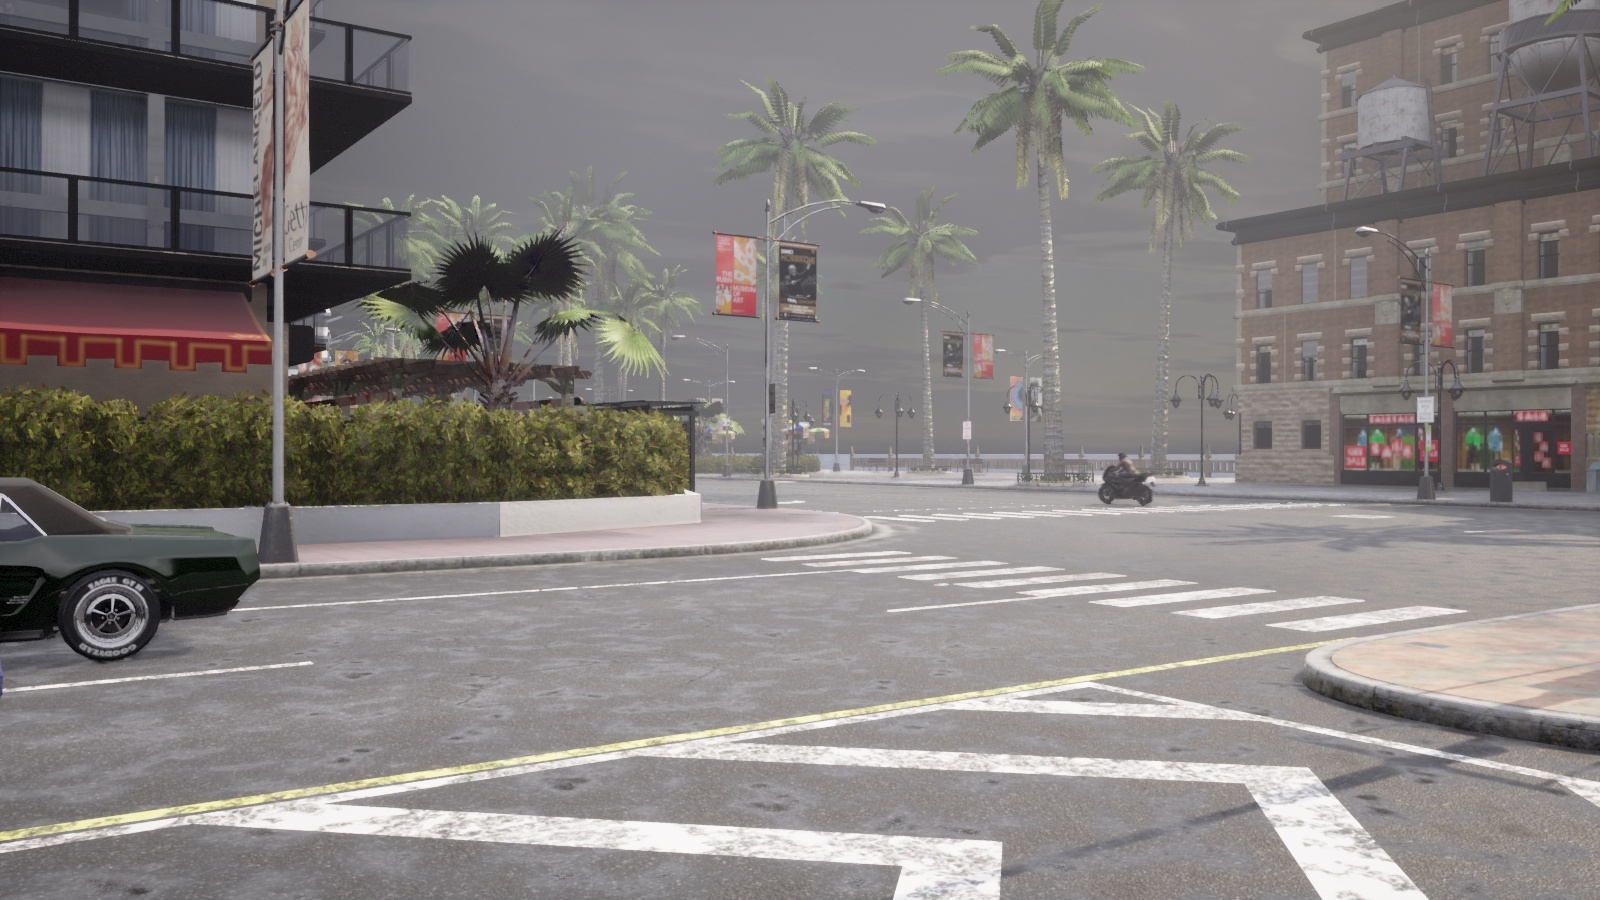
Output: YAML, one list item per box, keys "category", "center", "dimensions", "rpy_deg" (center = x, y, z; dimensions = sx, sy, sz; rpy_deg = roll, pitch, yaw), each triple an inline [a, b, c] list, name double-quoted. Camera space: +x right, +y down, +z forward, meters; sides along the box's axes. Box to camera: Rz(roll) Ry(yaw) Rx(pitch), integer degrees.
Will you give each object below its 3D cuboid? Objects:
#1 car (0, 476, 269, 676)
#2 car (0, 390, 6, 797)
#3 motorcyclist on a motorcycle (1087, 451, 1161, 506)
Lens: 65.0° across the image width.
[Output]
- category: "car"
  center: [-6.481, 0.881, 8.894]
  dimensions: [4.718, 1.301, 1.895]
  rpy_deg: [0, 0, -35]
- category: "car"
  center: [-5.925, 0.628, 5.020]
  dimensions: [4.553, 1.767, 2.097]
  rpy_deg: [0, 0, -35]
- category: "motorcyclist on a motorcycle"
  center: [9.312, 0.796, 36.195]
  dimensions: [0.797, 1.523, 2.044]
  rpy_deg: [0, 0, -34]
